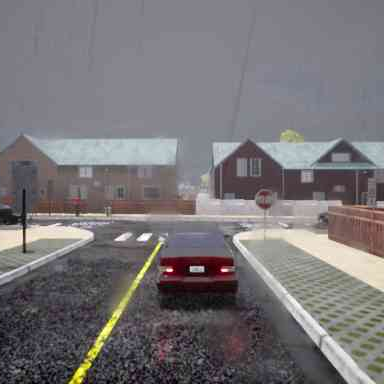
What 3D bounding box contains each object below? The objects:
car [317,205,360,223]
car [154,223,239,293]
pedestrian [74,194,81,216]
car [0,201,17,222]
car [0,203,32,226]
[{"bbox_3d":[11.862,1.671,23.751,5.357,1.411,2.033,1,0,1],"label":"car"},{"bbox_3d":[0.094,1.546,8.971,2.033,1.411,5.357,0,0,0],"label":"car"},{"bbox_3d":[-9.378,1.050,27.144,0.375,1.860,0.375,0,0,1],"label":"pedestrian"},{"bbox_3d":[-16.165,1.392,24.519,5.357,1.411,2.033,1,0,-1],"label":"car"},{"bbox_3d":[-12.907,1.375,21.358,4.902,1.511,2.128,1,0,1],"label":"car"}]
